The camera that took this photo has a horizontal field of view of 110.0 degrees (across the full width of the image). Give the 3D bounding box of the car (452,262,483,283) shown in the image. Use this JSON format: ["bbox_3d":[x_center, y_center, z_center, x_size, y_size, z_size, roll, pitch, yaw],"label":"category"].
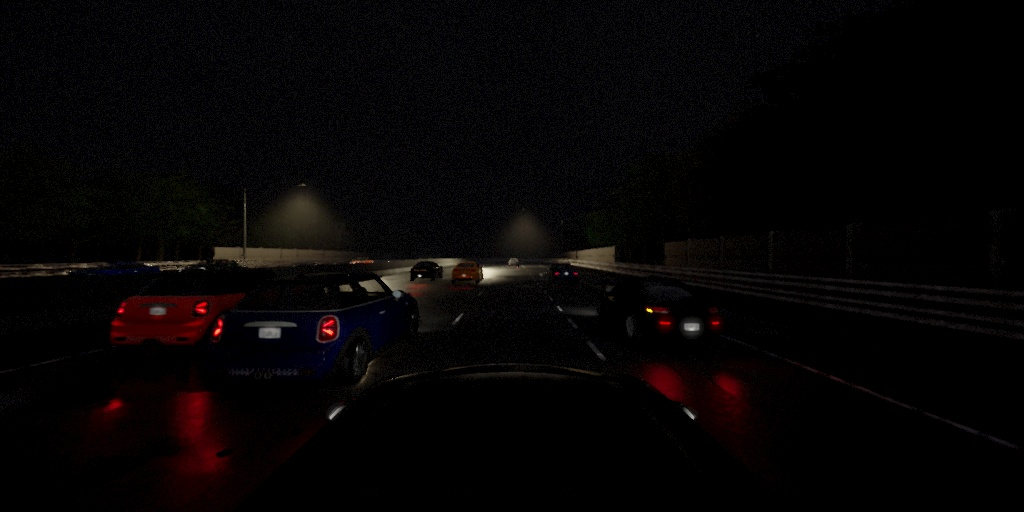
[{"bbox_3d":[-3.287,1.175,27.114,1.882,1.535,5.008,0,0,0],"label":"car"}]

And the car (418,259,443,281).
[{"bbox_3d":[-6.780,1.195,28.781,1.837,1.490,4.892,0,0,0],"label":"car"}]

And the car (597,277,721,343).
[{"bbox_3d":[3.631,1.272,9.572,1.812,1.442,4.674,0,0,0],"label":"car"}]

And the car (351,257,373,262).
[{"bbox_3d":[-20.873,0.965,49.525,2.097,1.767,4.553,0,0,0],"label":"car"}]

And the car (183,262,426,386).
[{"bbox_3d":[-3.379,1.098,7.146,2.097,1.767,4.553,0,0,0],"label":"car"}]

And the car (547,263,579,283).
[{"bbox_3d":[3.710,1.247,26.874,2.033,1.411,5.357,0,0,0],"label":"car"}]

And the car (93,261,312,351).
[{"bbox_3d":[-6.873,1.096,9.096,2.097,1.767,4.553,0,0,0],"label":"car"}]

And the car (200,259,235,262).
[{"bbox_3d":[-24.477,1.037,29.286,2.097,1.767,4.553,0,0,0],"label":"car"}]

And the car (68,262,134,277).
[{"bbox_3d":[-27.995,1.178,25.449,1.882,1.535,5.008,0,0,0],"label":"car"}]
